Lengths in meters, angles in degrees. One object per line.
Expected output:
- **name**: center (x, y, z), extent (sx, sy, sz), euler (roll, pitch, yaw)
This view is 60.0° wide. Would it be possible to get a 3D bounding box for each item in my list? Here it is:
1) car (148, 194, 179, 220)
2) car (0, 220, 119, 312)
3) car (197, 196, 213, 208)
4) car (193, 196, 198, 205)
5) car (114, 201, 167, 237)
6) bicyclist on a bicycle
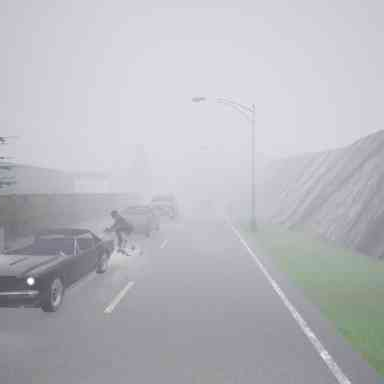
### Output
- **car**: center (-2.386, 1.221, 28.391), extent (2.150, 2.045, 5.566), euler (0, 0, 3)
- **car**: center (-3.370, 1.601, 7.834), extent (1.895, 1.301, 4.718), euler (0, 0, 3)
- **car**: center (2.141, 1.547, 48.364), extent (2.033, 1.411, 5.357), euler (0, 0, 1)
- **car**: center (1.342, 1.478, 59.218), extent (1.882, 1.535, 5.008), euler (0, 0, -8)
- **car**: center (-2.887, 1.491, 18.045), extent (2.128, 1.511, 4.902), euler (0, 0, 3)
- **bicyclist on a bicycle**: center (-2.492, 1.453, 11.334), extent (1.656, 1.620, 0.582), euler (-1, 0, 3)
